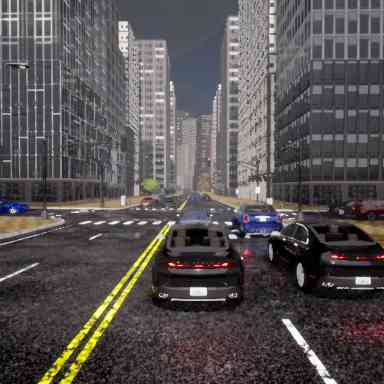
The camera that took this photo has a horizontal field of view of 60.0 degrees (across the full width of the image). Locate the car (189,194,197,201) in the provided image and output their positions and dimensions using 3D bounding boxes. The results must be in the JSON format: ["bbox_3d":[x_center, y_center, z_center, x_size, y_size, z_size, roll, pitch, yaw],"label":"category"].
[{"bbox_3d":[0.209,1.396,79.361,1.882,1.535,5.008,0,0,0],"label":"car"}]

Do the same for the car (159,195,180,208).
[{"bbox_3d":[-3.214,1.471,48.292,1.837,1.490,4.892,0,0,0],"label":"car"}]

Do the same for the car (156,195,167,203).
[{"bbox_3d":[-6.319,1.418,69.335,1.882,1.535,5.008,0,0,0],"label":"car"}]

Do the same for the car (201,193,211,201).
[{"bbox_3d":[3.459,1.396,79.350,1.882,1.535,5.008,0,0,0],"label":"car"}]

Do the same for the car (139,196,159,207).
[{"bbox_3d":[-6.459,1.491,49.065,1.812,1.442,4.674,0,0,2],"label":"car"}]

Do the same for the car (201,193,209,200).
[{"bbox_3d":[3.486,1.098,89.739,2.097,1.767,4.553,0,0,0],"label":"car"}]

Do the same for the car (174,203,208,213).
[{"bbox_3d":[0.147,1.538,17.816,2.033,1.411,5.357,0,0,0],"label":"car"}]

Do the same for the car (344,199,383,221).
[{"bbox_3d":[16.276,1.519,28.529,5.009,1.841,2.192,1,0,1],"label":"car"}]

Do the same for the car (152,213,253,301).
[{"bbox_3d":[0.120,1.501,8.261,1.837,1.490,4.892,0,0,0],"label":"car"}]

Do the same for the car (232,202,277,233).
[{"bbox_3d":[3.395,1.342,18.051,2.097,1.767,4.553,0,0,0],"label":"car"}]

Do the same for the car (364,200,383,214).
[{"bbox_3d":[21.906,1.643,36.800,4.829,1.417,1.752,1,0,1],"label":"car"}]

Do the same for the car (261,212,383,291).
[{"bbox_3d":[3.374,1.500,8.968,1.837,1.490,4.892,0,0,0],"label":"car"}]

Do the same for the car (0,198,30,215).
[{"bbox_3d":[-18.155,1.332,31.769,5.008,1.535,1.882,0,1,1],"label":"car"}]

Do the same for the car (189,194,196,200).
[{"bbox_3d":[0.236,1.220,89.779,1.882,1.535,5.008,0,0,0],"label":"car"}]

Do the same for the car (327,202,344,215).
[{"bbox_3d":[16.517,1.617,34.309,4.892,1.490,1.837,1,1,1],"label":"car"}]

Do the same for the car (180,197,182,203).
[{"bbox_3d":[-3.182,1.460,57.631,1.837,1.490,4.892,0,0,0],"label":"car"}]
